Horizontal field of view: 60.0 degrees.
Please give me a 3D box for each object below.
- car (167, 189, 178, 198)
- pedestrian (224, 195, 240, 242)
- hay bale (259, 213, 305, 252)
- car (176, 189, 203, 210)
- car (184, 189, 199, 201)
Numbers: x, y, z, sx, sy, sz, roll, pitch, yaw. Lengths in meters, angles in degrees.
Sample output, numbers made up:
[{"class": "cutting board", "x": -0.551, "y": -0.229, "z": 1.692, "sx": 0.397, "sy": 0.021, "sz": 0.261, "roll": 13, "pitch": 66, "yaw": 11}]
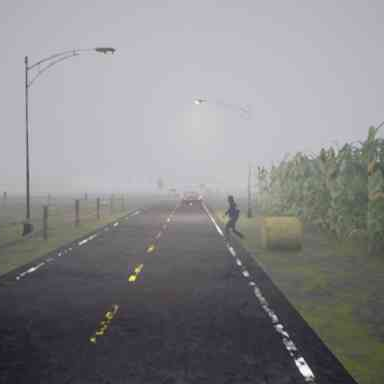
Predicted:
[{"class": "car", "x": -2.988, "y": 0.179, "z": 52.960, "sx": 1.812, "sy": 1.442, "sz": 4.674, "roll": 0, "pitch": 1, "yaw": 0}, {"class": "pedestrian", "x": 1.511, "y": 0.972, "z": 12.553, "sx": 0.375, "sy": 1.860, "sz": 0.375, "roll": 0, "pitch": 2, "yaw": -3}, {"class": "hay bale", "x": 3.083, "y": 1.359, "z": 11.536, "sx": 1.220, "sy": 1.180, "sz": 1.240, "roll": 0, "pitch": 2, "yaw": 0}, {"class": "car", "x": -0.034, "y": 0.727, "z": 30.017, "sx": 2.128, "sy": 1.511, "sz": 4.902, "roll": 0, "pitch": 2, "yaw": 0}, {"class": "car", "x": -0.093, "y": 0.316, "z": 45.663, "sx": 1.882, "sy": 1.535, "sz": 5.008, "roll": 0, "pitch": 1, "yaw": 0}]
